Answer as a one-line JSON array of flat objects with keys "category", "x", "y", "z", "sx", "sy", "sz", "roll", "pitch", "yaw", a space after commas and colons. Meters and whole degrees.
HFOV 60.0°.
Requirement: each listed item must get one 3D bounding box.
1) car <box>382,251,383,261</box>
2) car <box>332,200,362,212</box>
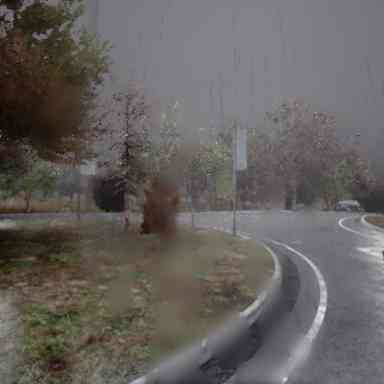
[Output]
[{"category": "car", "x": 5.745, "y": 1.513, "z": 7.263, "sx": 2.033, "sy": 1.411, "sz": 5.357, "roll": 0, "pitch": 0, "yaw": 18}, {"category": "car", "x": 19.002, "y": 1.727, "z": 40.723, "sx": 4.892, "sy": 1.490, "sz": 1.837, "roll": 3, "pitch": -2, "yaw": -39}]
